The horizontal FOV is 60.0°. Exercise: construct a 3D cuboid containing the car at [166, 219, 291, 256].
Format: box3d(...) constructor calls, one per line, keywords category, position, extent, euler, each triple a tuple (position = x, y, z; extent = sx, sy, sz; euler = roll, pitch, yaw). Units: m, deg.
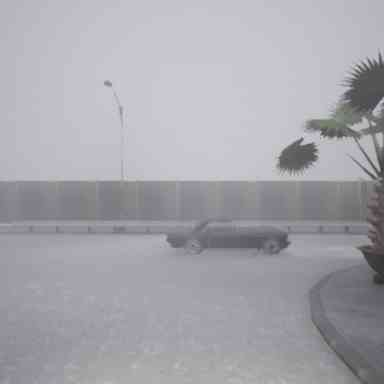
box3d(category="car", position=(1.395, 1.718, 13.157), extent=(4.718, 1.301, 1.895), euler=(0, -1, 0))
